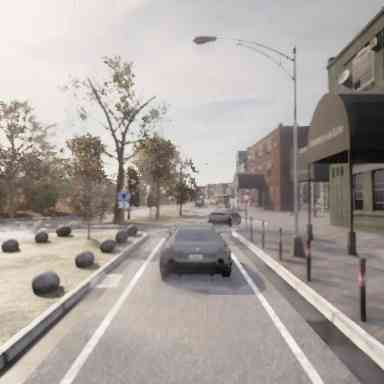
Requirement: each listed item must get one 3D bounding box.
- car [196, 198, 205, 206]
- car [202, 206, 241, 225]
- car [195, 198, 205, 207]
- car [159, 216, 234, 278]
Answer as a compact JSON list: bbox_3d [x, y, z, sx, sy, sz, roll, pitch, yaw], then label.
[{"bbox_3d":[2.283,2.583,90.401,2.150,2.045,5.566,0,-1,5],"label":"car"},{"bbox_3d":[2.825,2.096,27.826,2.128,1.511,4.902,-1,-2,21],"label":"car"},{"bbox_3d":[1.658,2.838,78.373,1.837,1.490,4.892,0,-1,2],"label":"car"},{"bbox_3d":[0.099,1.655,10.443,1.994,1.385,4.181,0,-1,0],"label":"car"}]
